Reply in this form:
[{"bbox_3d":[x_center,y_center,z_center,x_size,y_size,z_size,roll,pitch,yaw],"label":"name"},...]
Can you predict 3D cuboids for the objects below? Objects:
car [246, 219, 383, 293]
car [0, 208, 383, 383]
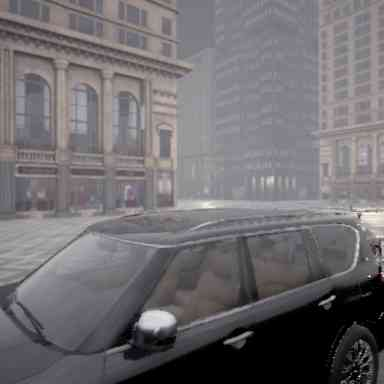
[{"bbox_3d":[3.765,1.589,9.510,4.313,1.339,1.947,0,0,-37],"label":"car"},{"bbox_3d":[-0.201,1.233,3.240,5.566,2.045,2.150,0,0,-37],"label":"car"}]
